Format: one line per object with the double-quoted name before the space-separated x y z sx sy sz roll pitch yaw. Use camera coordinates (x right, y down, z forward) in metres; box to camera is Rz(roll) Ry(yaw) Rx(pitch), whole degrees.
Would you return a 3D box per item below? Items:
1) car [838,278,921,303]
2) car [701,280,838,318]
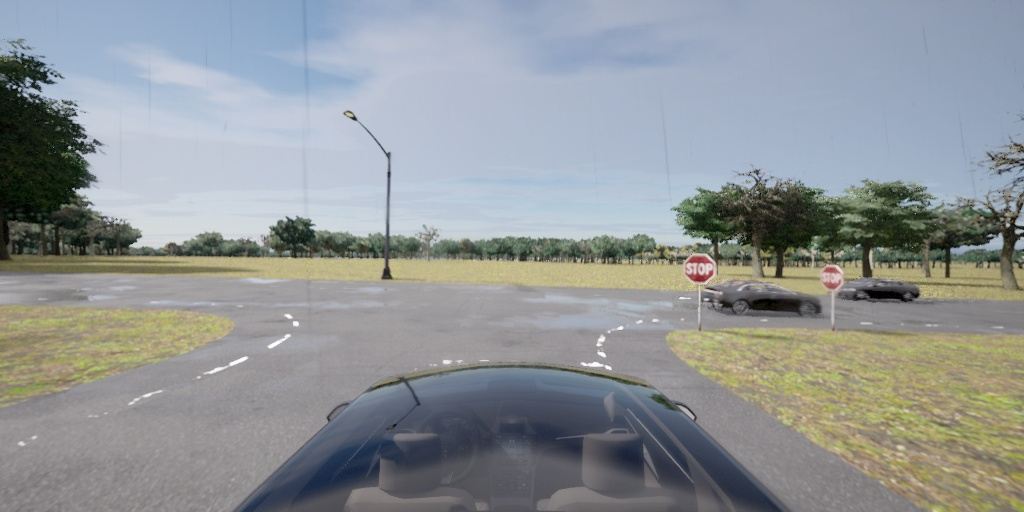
"car" 23.434 2.176 23.306 4.902 1.511 2.128 2 1 0
"car" 11.326 1.888 16.398 4.902 1.511 2.128 2 1 0
